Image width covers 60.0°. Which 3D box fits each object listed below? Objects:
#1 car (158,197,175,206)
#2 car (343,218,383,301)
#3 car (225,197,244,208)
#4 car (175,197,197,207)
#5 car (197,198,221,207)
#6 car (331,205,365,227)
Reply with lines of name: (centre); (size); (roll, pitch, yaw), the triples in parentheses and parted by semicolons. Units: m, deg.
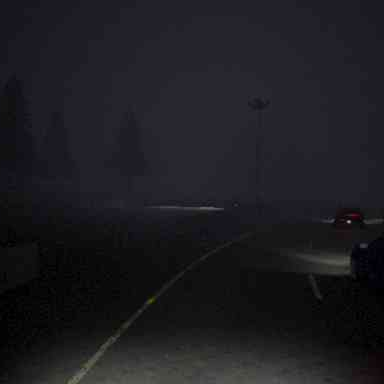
car: (-3.565, 1.438, 51.769); (1.812, 1.442, 4.674); (0, 0, 24)
car: (4.717, 1.566, 6.806); (1.882, 1.535, 5.008); (0, 0, 13)
car: (6.152, 1.484, 47.808); (1.837, 1.490, 4.892); (0, 0, 24)
car: (-0.369, 1.461, 50.354); (1.812, 1.442, 4.674); (0, 1, 24)
car: (2.877, 1.521, 49.052); (1.994, 1.385, 4.181); (0, 1, 24)
car: (11.226, 1.678, 23.944); (1.837, 1.490, 4.892); (0, 0, 24)
